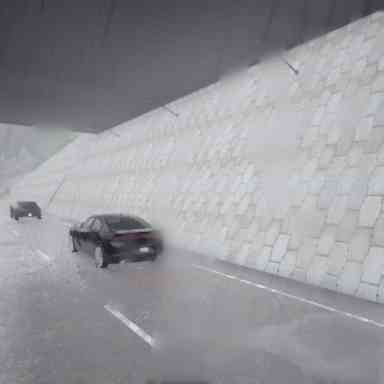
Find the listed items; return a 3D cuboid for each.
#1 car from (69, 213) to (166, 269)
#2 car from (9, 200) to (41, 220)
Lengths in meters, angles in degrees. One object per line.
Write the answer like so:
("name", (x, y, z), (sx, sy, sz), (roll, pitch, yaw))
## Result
("car", (-2.744, 1.466, 11.371), (1.882, 1.535, 5.008), (0, 0, -34))
("car", (-13.707, 1.461, 27.316), (1.837, 1.490, 4.892), (0, 0, -35))
